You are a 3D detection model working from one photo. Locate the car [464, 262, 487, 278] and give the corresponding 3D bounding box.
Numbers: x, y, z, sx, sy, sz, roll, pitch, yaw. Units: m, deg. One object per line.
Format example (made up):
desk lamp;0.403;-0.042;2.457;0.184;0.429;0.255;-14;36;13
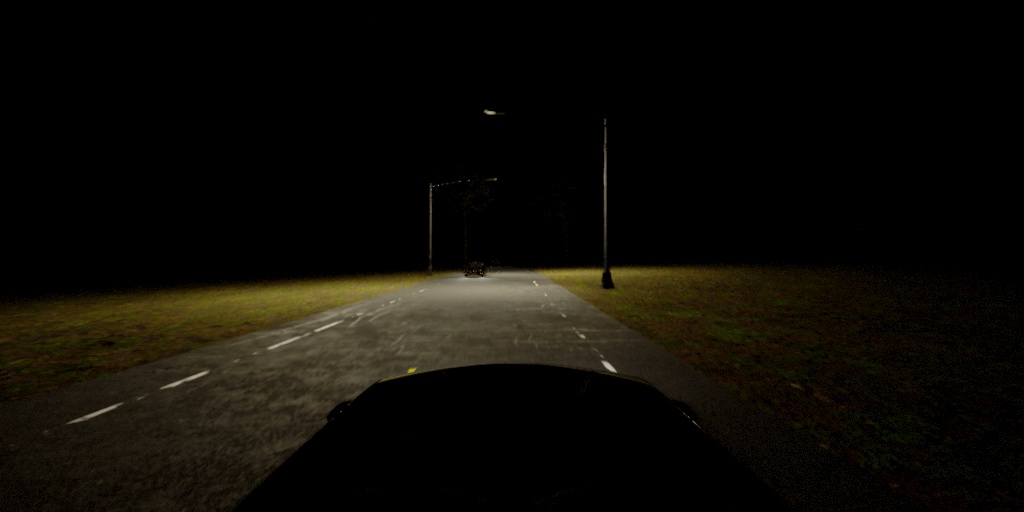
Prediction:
car;-3.594;1.312;35.672;1.837;1.490;4.892;0;0;0
